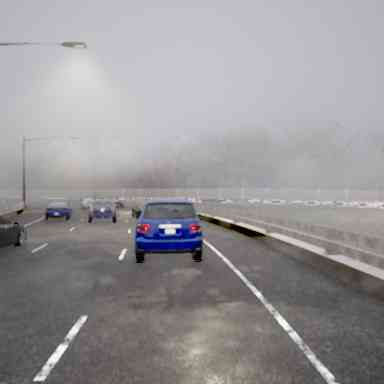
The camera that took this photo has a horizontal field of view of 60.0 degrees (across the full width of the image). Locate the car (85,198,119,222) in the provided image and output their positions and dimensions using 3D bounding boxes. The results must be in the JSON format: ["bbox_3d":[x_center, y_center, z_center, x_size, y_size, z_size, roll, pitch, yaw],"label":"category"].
[{"bbox_3d":[-7.298,1.432,27.277,2.097,1.767,4.553,0,0,-14],"label":"car"}]

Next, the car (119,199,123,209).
[{"bbox_3d":[-11.151,1.660,47.848,1.812,1.442,4.674,0,0,-25],"label":"car"}]

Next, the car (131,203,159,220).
[{"bbox_3d":[-4.368,1.675,30.018,1.895,1.301,4.718,0,0,-16],"label":"car"}]

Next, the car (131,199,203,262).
[{"bbox_3d":[-0.924,1.249,12.419,2.150,2.045,5.566,0,0,-6],"label":"car"}]

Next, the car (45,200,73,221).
[{"bbox_3d":[-11.496,1.578,28.931,1.882,1.535,5.008,0,0,-16],"label":"car"}]

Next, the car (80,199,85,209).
[{"bbox_3d":[-14.716,1.674,47.207,1.812,1.442,4.674,0,0,-25],"label":"car"}]

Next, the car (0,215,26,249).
[{"bbox_3d":[-7.923,1.560,12.529,1.837,1.490,4.892,0,0,-7],"label":"car"}]

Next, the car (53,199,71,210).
[{"bbox_3d":[-18.082,1.723,46.072,1.994,1.385,4.181,0,0,-26],"label":"car"}]
